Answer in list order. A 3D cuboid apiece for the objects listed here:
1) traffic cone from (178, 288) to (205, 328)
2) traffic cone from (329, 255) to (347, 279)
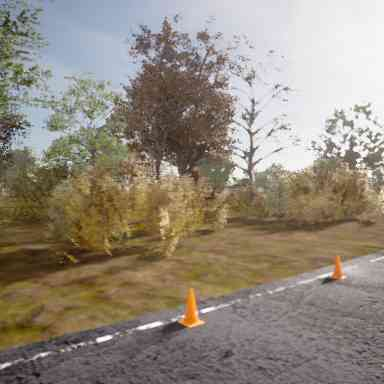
[{"bbox_3d":[-0.006,1.964,5.750,0.340,0.580,0.340,0,0,-37],"label":"traffic cone"},{"bbox_3d":[3.857,1.957,8.779,0.340,0.580,0.340,0,0,-39],"label":"traffic cone"}]
